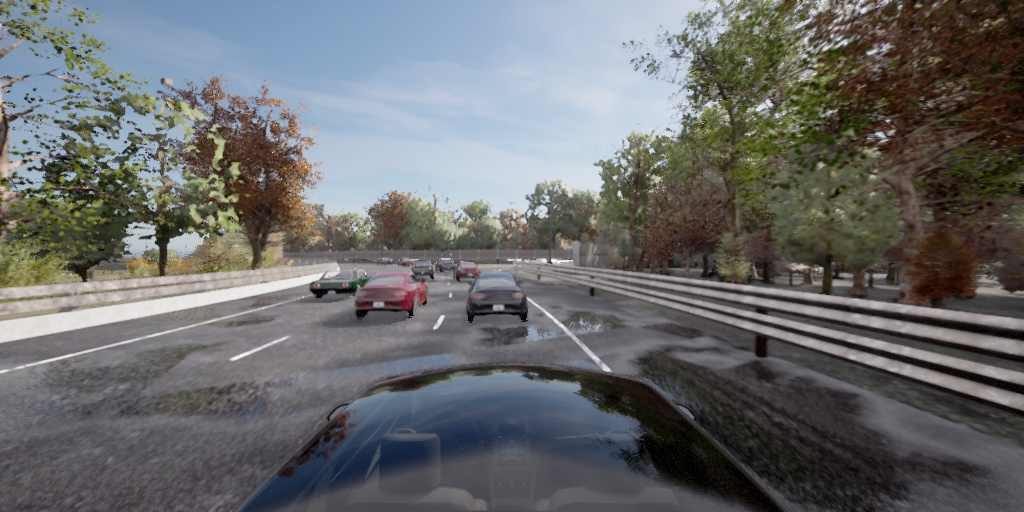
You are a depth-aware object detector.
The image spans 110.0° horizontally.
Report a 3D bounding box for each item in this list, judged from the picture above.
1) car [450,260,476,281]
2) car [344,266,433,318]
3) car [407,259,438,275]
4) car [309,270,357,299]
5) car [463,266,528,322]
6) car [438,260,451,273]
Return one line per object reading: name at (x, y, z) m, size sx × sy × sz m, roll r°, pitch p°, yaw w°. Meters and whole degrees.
car at (-3.654, 1.211, 28.781) m, size 1.812 × 1.442 × 4.674 m, roll 0°, pitch 0°, yaw -14°
car at (-4.151, 1.258, 12.828) m, size 1.812 × 1.442 × 4.674 m, roll 0°, pitch 0°, yaw -6°
car at (-8.045, 1.182, 31.924) m, size 2.128 × 1.511 × 4.902 m, roll 0°, pitch 0°, yaw -16°
car at (-8.406, 1.332, 18.215) m, size 1.895 × 1.301 × 4.718 m, roll 0°, pitch 0°, yaw -9°
car at (-0.559, 1.248, 12.130) m, size 1.812 × 1.442 × 4.674 m, roll 0°, pitch 0°, yaw -5°
car at (-7.920, 1.152, 42.342) m, size 2.128 × 1.511 × 4.902 m, roll 0°, pitch 0°, yaw -21°
